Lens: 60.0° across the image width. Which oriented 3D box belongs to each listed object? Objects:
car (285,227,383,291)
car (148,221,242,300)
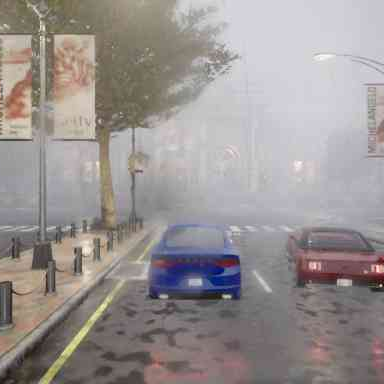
[{"bbox_3d":[3.677,1.601,9.097,1.895,1.301,4.718,0,0,13],"label":"car"},{"bbox_3d":[0.071,1.478,8.470,1.882,1.535,5.008,0,0,0],"label":"car"}]
